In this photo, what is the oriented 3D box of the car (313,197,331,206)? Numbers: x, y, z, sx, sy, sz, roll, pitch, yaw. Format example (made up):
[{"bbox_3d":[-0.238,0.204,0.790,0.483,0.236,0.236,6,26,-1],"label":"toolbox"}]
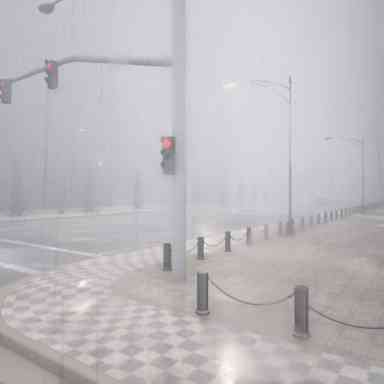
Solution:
[{"bbox_3d":[21.400,1.508,54.572,1.994,1.385,4.181,0,0,35],"label":"car"}]
